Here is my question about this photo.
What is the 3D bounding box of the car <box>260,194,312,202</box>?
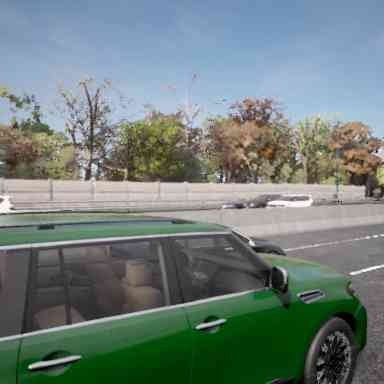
[{"bbox_3d":[9.588,1.253,32.326,5.566,2.045,2.150,0,0,-35],"label":"car"}]

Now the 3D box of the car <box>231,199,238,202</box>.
[{"bbox_3d":[5.570,1.523,38.054,4.902,1.511,2.128,0,0,-35],"label":"car"}]

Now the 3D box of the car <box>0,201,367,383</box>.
[{"bbox_3d":[-0.534,1.223,3.353,5.566,2.045,2.150,0,0,-35],"label":"car"}]

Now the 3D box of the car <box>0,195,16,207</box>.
[{"bbox_3d":[-13.659,1.223,20.044,5.566,2.045,2.150,0,0,-35],"label":"car"}]

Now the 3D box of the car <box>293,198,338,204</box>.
[{"bbox_3d":[11.431,1.536,29.340,4.892,1.490,1.837,0,0,-35],"label":"car"}]

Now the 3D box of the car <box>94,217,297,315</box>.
[{"bbox_3d":[0.292,1.508,8.254,4.892,1.490,1.837,0,0,-36],"label":"car"}]

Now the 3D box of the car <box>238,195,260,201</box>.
[{"bbox_3d":[7.921,1.254,35.433,5.566,2.045,2.150,0,0,-35],"label":"car"}]
